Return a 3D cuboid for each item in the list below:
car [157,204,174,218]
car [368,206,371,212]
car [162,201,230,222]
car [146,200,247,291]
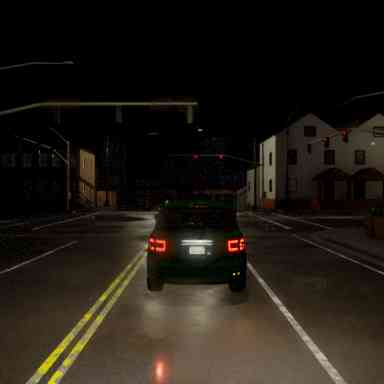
[{"bbox_3d":[-3.555,2.597,45.382,1.812,1.442,4.674,0,-9,0],"label":"car"},{"bbox_3d":[18.416,1.490,29.849,4.902,1.511,2.128,0,0,-1],"label":"car"},{"bbox_3d":[0.388,1.509,26.481,5.357,1.411,2.033,0,0,-38],"label":"car"},{"bbox_3d":[0.098,1.221,9.109,2.150,2.045,5.566,0,0,0],"label":"car"}]
